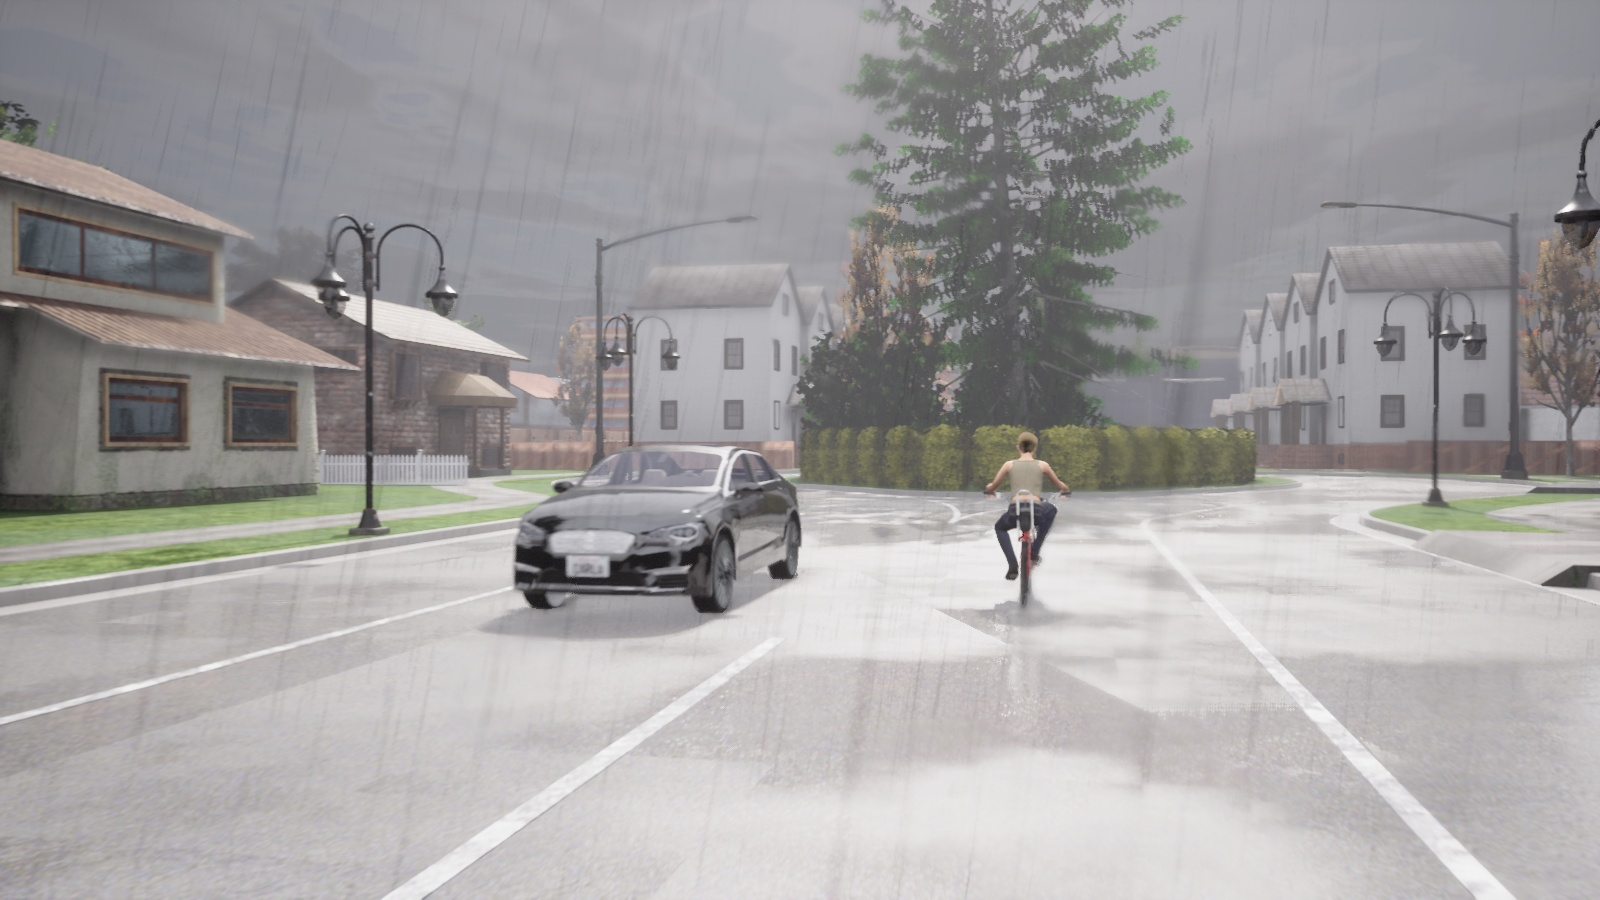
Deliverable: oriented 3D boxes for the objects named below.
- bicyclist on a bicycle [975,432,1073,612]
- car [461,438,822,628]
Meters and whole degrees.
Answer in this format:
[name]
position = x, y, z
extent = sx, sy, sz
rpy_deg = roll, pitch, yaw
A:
[bicyclist on a bicycle]
position = 2.172, 0.637, 12.070
extent = 0.866, 1.612, 1.509
rpy_deg = 0, 0, 12
[car]
position = -1.281, 0.649, 12.626
extent = 2.128, 1.511, 4.902
rpy_deg = 0, 0, 12
